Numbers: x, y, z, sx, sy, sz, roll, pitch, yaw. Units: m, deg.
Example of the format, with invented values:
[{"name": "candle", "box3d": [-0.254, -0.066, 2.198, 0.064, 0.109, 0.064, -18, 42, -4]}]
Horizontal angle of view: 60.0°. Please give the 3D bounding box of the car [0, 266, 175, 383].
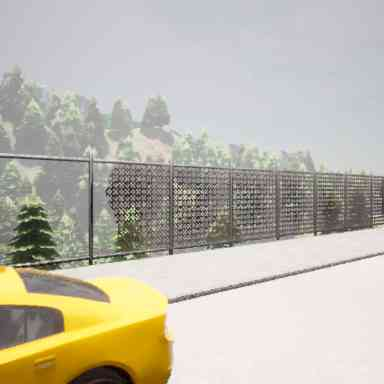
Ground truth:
[{"name": "car", "box3d": [-2.512, 1.477, 2.687, 5.008, 1.535, 1.882, 0, 0, -36]}]
